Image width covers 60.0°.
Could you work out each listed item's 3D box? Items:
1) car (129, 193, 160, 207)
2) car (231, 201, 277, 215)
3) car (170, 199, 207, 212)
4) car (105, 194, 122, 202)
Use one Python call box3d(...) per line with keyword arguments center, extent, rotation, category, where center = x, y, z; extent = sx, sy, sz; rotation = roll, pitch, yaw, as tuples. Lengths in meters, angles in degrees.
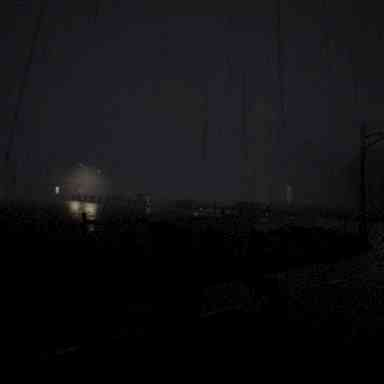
box3d(center=(-6.719, 1.110, 48.094), extent=(2.150, 2.045, 5.566), rotation=(0, 0, -36), category="car")
box3d(center=(5.679, 1.596, 30.861), extent=(1.837, 1.490, 4.892), rotation=(0, 0, -36), category="car")
box3d(center=(-0.514, 1.538, 39.455), extent=(2.033, 1.411, 5.357), rotation=(0, 0, -36), category="car")
box3d(center=(-15.278, 1.196, 64.837), extent=(1.882, 1.535, 5.008), rotation=(0, 0, -36), category="car")
